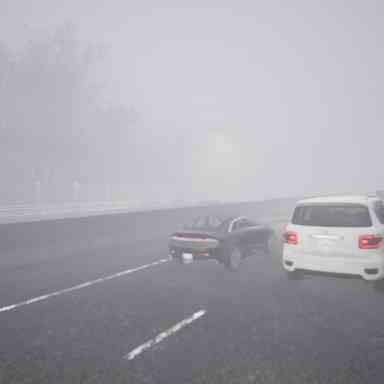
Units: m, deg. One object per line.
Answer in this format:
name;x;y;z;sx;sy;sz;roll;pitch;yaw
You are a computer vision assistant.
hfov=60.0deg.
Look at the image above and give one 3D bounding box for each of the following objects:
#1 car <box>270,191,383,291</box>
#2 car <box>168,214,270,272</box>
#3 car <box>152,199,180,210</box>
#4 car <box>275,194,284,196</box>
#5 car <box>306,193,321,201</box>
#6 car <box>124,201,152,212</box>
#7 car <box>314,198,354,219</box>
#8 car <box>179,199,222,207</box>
car;4.178;1.113;9.011;2.150;2.045;5.566;-1;0;33
car;1.196;1.448;10.826;2.128;1.511;4.902;-1;0;33
car;-1.348;1.476;33.047;2.128;1.511;4.902;-1;0;33
car;18.205;1.114;69.588;1.895;1.301;4.718;-1;0;33
car;24.098;0.943;65.814;1.994;1.385;4.181;-1;0;33
car;-4.565;1.602;34.519;2.033;1.411;5.357;-1;0;33
car;11.569;1.247;26.893;2.033;1.411;5.357;-1;0;33
car;1.228;1.434;30.586;1.837;1.490;4.892;-1;0;33
